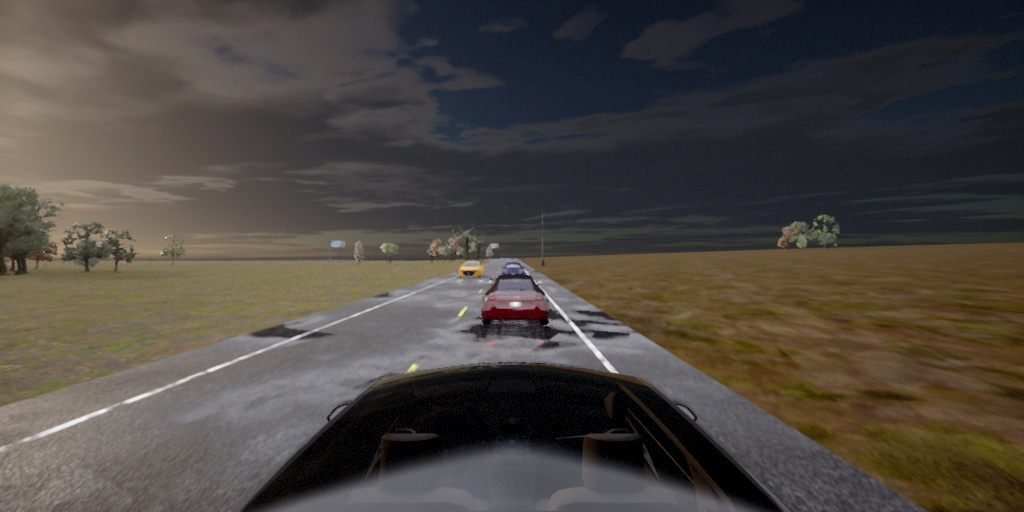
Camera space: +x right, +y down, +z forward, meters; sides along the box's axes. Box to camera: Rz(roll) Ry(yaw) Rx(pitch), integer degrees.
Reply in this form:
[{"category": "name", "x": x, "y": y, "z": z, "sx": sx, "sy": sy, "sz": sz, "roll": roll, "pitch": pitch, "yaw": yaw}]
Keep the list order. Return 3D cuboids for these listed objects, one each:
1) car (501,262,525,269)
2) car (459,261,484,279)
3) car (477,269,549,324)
[{"category": "car", "x": 0.095, "y": 1.236, "z": 29.593, "sx": 1.812, "sy": 1.442, "sz": 4.674, "roll": 0, "pitch": 0, "yaw": 0}, {"category": "car", "x": -3.552, "y": 1.184, "z": 32.071, "sx": 1.882, "sy": 1.535, "sz": 5.008, "roll": 0, "pitch": 0, "yaw": 0}, {"category": "car", "x": 0.098, "y": 1.300, "z": 11.918, "sx": 1.994, "sy": 1.385, "sz": 4.181, "roll": 0, "pitch": 0, "yaw": 0}]
